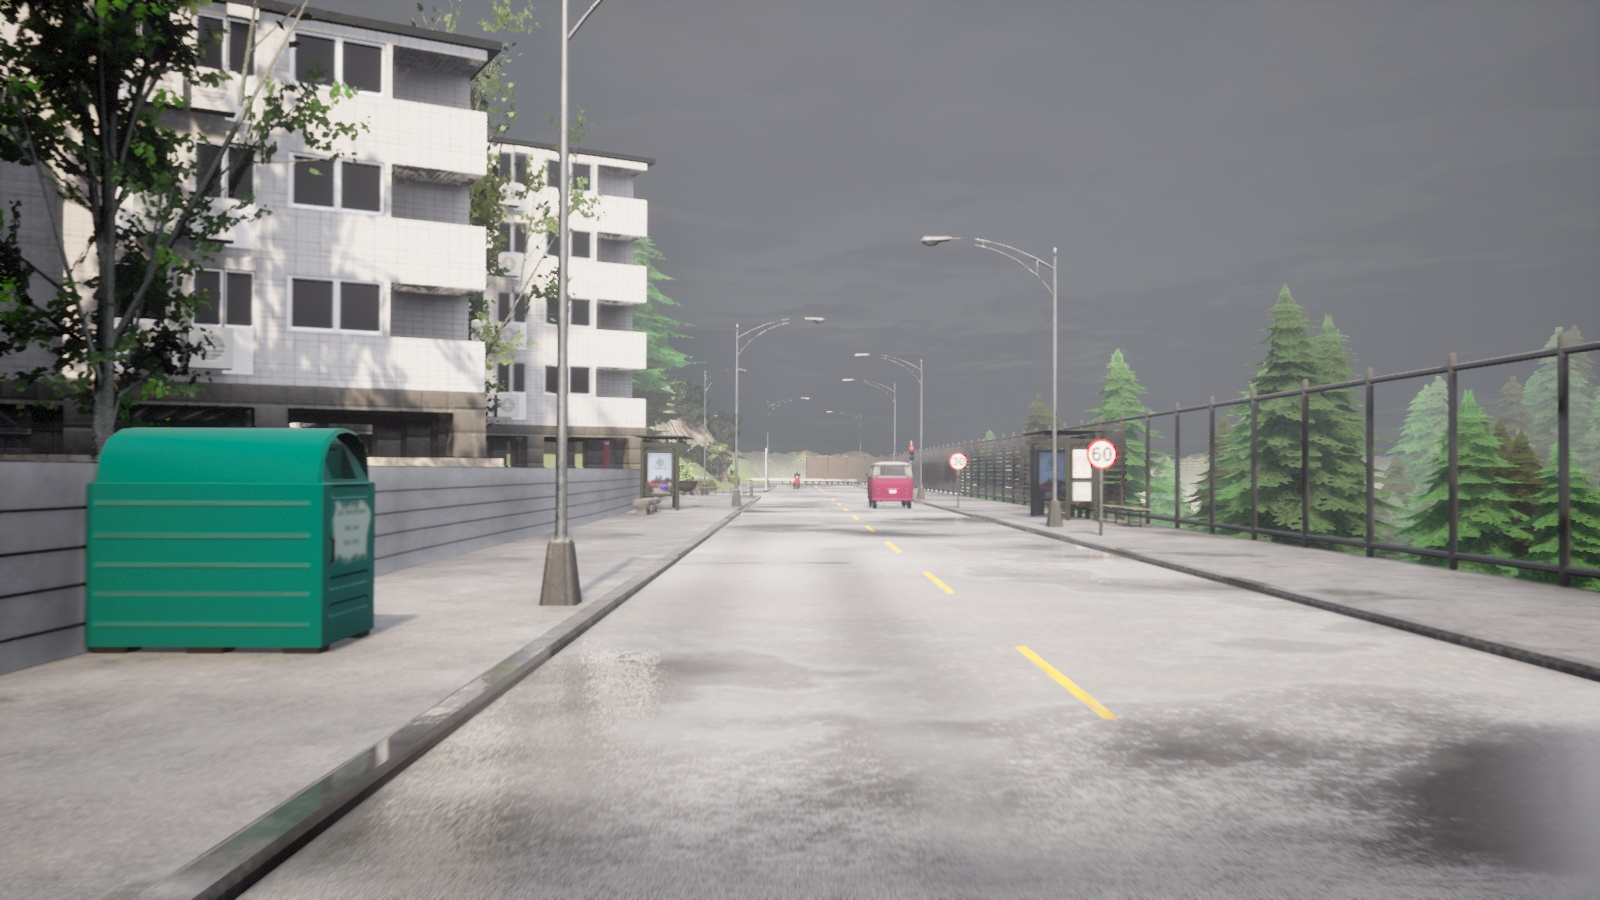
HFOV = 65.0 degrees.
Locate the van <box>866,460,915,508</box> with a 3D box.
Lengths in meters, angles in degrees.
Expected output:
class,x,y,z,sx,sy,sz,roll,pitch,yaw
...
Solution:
class,x,y,z,sx,sy,sz,roll,pitch,yaw
van,3.857,1.462,54.337,1.775,1.987,4.442,0,-1,0
